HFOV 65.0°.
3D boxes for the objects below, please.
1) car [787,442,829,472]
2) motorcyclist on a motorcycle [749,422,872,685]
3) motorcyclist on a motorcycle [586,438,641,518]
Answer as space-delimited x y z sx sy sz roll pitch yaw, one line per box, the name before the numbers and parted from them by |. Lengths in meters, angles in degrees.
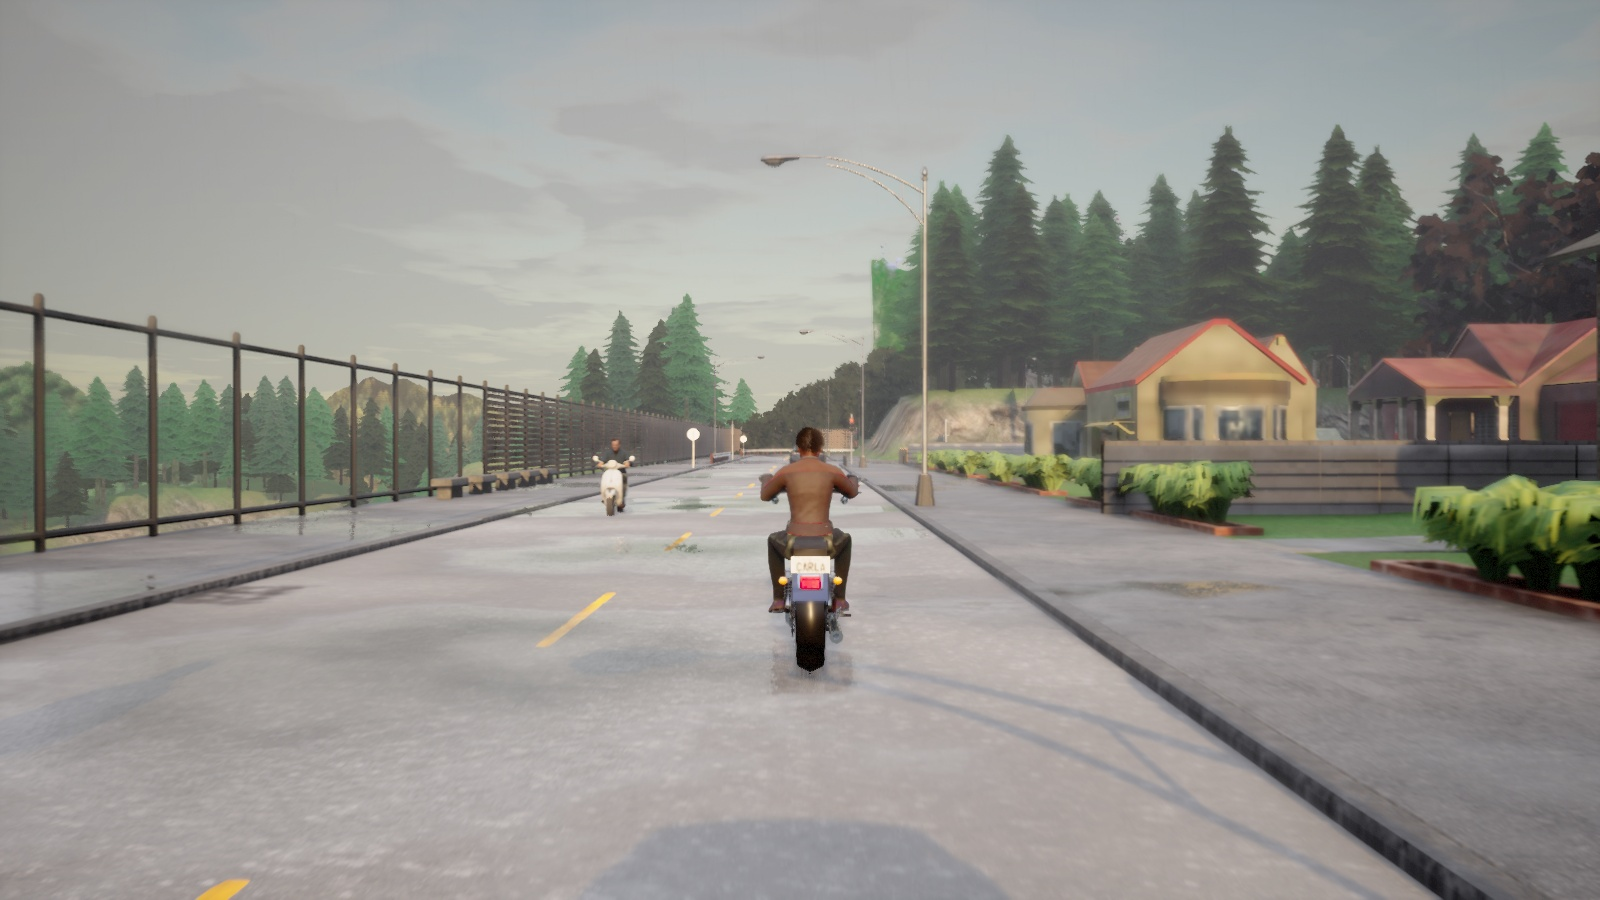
car | 0.409 0.334 65.168 2.128 1.511 4.902 0 0 0
motorcyclist on a motorcycle | 0.070 0.646 9.045 0.766 1.649 2.350 0 0 0
motorcyclist on a motorcycle | -3.828 0.550 25.910 0.866 1.590 1.817 0 0 0
